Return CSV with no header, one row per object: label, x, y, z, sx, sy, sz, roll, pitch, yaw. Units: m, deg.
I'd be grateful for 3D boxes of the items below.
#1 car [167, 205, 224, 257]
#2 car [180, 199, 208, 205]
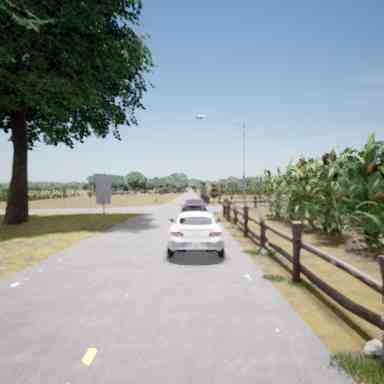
car,0.120,1.391,12.123,1.812,1.442,4.674,0,0,0
car,0.135,1.283,25.236,1.837,1.490,4.892,0,0,0
